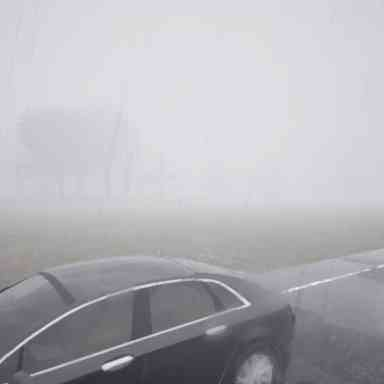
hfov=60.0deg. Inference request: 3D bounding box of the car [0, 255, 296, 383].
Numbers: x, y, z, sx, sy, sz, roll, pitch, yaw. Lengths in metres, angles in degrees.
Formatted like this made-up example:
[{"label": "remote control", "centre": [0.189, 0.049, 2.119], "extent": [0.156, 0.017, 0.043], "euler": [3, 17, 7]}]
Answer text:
[{"label": "car", "centre": [-1.025, 1.505, 3.259], "extent": [4.892, 1.490, 1.837], "euler": [0, 0, -35]}]
